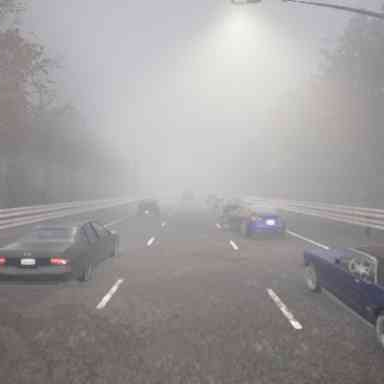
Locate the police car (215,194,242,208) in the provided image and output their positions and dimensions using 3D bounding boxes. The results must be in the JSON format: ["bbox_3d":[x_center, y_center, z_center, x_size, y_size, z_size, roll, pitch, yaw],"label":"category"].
[{"bbox_3d":[3.329,1.247,27.909,1.930,1.638,5.238,0,0,-1],"label":"police car"}]

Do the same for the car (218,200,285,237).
[{"bbox_3d":[3.155,1.393,17.394,2.163,1.488,4.792,0,0,-10],"label":"car"}]

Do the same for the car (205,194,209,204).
[{"bbox_3d":[2.983,1.107,49.871,2.033,1.649,4.856,0,0,-1],"label":"car"}]

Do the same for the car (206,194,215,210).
[{"bbox_3d":[3.179,1.297,38.836,2.033,1.411,5.357,0,0,-1],"label":"car"}]

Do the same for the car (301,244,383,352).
[{"bbox_3d":[3.490,1.564,5.756,1.895,1.301,4.718,0,0,0],"label":"car"}]

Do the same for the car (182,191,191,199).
[{"bbox_3d":[-1.413,0.662,83.589,2.150,2.045,5.566,0,0,-2],"label":"car"}]

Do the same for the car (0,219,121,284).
[{"bbox_3d":[-3.427,1.487,9.446,2.033,1.411,5.357,0,0,0],"label":"car"}]

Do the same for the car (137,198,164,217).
[{"bbox_3d":[-3.585,1.321,28.681,1.837,1.490,4.892,0,0,-1],"label":"car"}]

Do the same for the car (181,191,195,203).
[{"bbox_3d":[-0.701,0.836,58.719,2.150,2.045,5.566,0,0,-1],"label":"car"}]
